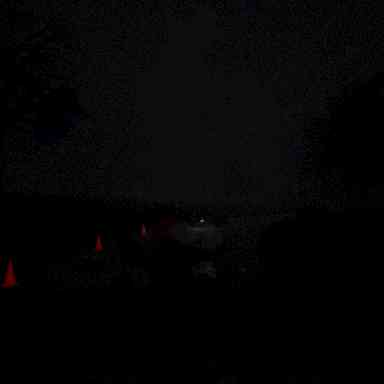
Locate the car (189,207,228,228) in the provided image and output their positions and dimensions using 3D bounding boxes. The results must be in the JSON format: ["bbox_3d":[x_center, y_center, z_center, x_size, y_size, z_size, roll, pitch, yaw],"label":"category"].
[{"bbox_3d":[1.271,1.773,23.992,1.994,1.385,4.181,0,-1,18],"label":"car"}]

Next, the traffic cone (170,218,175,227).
[{"bbox_3d":[-1.369,2.143,23.269,0.340,0.580,0.340,0,-1,17],"label":"traffic cone"}]

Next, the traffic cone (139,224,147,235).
[{"bbox_3d":[-2.690,2.052,18.278,0.340,0.580,0.340,0,-1,13],"label":"traffic cone"}]

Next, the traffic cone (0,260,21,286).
[{"bbox_3d":[-4.425,1.956,8.101,0.340,0.580,0.340,0,0,6],"label":"traffic cone"}]

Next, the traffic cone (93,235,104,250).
[{"bbox_3d":[-3.710,1.989,13.216,0.340,0.580,0.340,0,-1,10],"label":"traffic cone"}]
